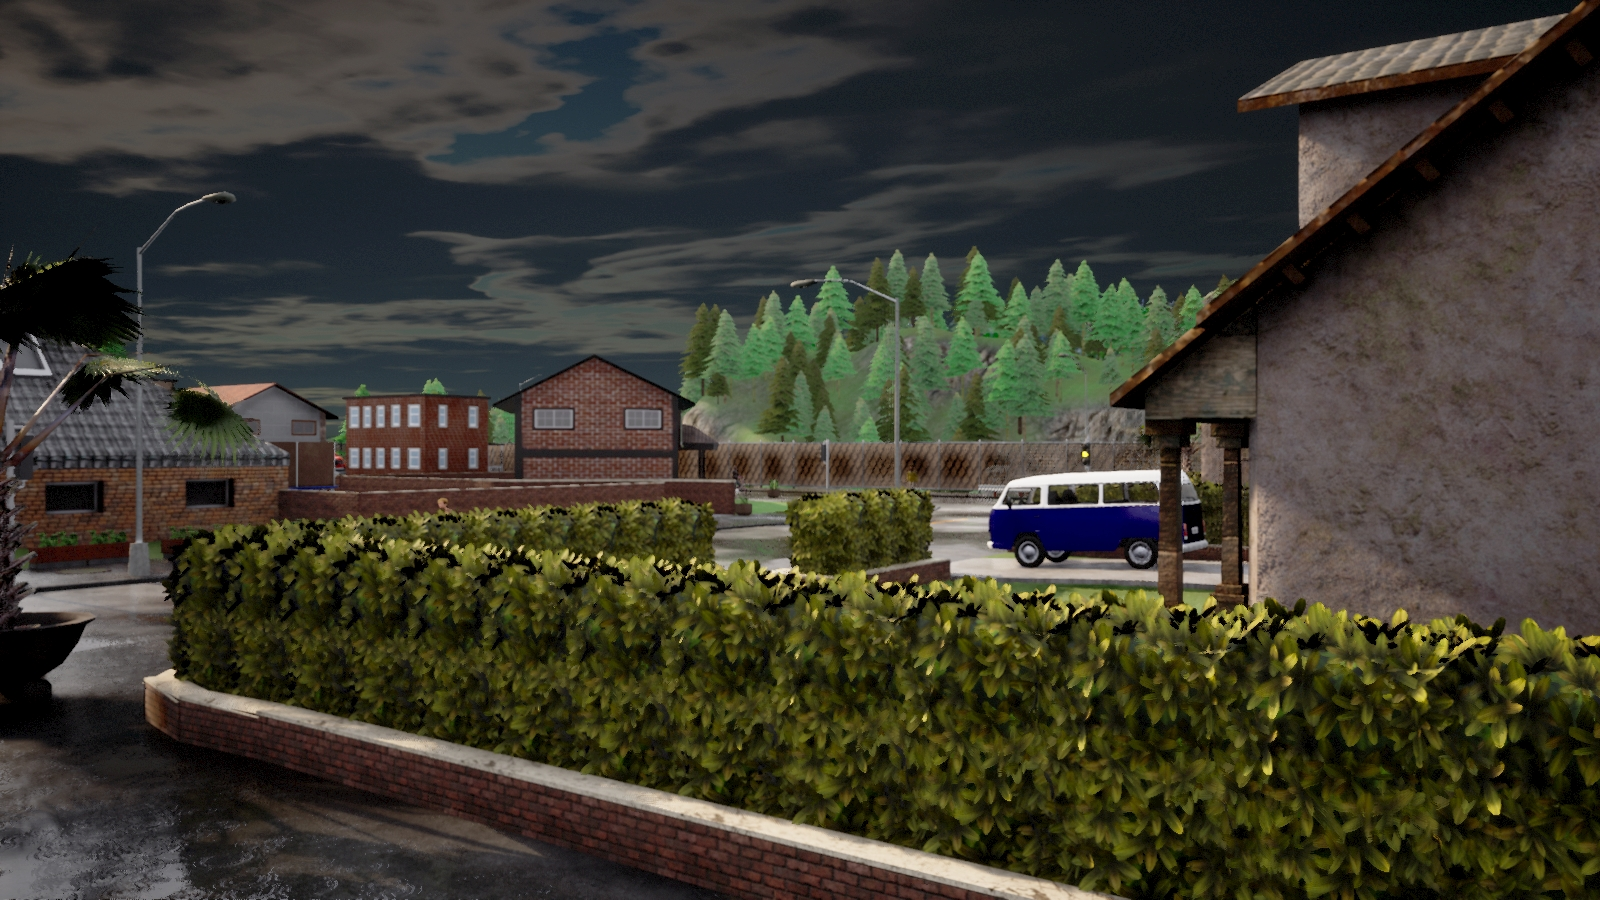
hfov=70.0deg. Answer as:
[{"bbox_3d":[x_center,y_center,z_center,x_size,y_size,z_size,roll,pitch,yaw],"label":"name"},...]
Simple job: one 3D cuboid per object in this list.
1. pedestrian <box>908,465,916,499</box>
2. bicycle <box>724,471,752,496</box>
[{"bbox_3d":[6.269,1.784,64.007,0.375,1.860,0.375,0,0,15],"label":"pedestrian"},{"bbox_3d":[-3.643,1.976,67.431,1.835,1.471,0.329,0,0,35],"label":"bicycle"}]
